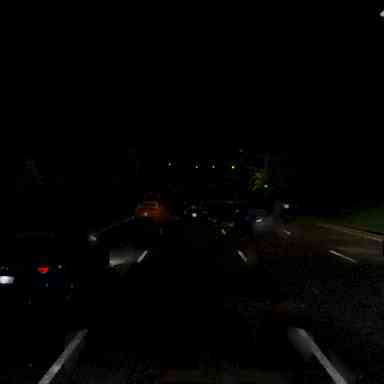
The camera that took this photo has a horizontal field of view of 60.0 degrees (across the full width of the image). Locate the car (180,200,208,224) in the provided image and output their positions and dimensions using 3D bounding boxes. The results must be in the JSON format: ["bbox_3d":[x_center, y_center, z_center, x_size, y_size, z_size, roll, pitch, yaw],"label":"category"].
[{"bbox_3d":[0.156,1.556,24.775,1.994,1.385,4.181,0,0,0],"label":"car"}]

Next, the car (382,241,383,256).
[{"bbox_3d":[7.119,1.353,8.759,2.097,1.767,4.553,0,0,0],"label":"car"}]

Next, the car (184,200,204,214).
[{"bbox_3d":[0.181,1.555,35.815,1.994,1.385,4.181,0,0,0],"label":"car"}]

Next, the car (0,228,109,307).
[{"bbox_3d":[-3.382,1.561,8.032,1.994,1.385,4.181,0,0,0],"label":"car"}]

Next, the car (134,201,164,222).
[{"bbox_3d":[-3.341,1.470,26.518,1.882,1.535,5.008,0,0,0],"label":"car"}]

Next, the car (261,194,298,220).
[{"bbox_3d":[7.163,1.216,27.869,2.150,2.045,5.566,0,0,0],"label":"car"}]

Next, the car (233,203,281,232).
[{"bbox_3d":[3.644,1.560,19.904,1.994,1.385,4.181,0,0,0],"label":"car"}]
